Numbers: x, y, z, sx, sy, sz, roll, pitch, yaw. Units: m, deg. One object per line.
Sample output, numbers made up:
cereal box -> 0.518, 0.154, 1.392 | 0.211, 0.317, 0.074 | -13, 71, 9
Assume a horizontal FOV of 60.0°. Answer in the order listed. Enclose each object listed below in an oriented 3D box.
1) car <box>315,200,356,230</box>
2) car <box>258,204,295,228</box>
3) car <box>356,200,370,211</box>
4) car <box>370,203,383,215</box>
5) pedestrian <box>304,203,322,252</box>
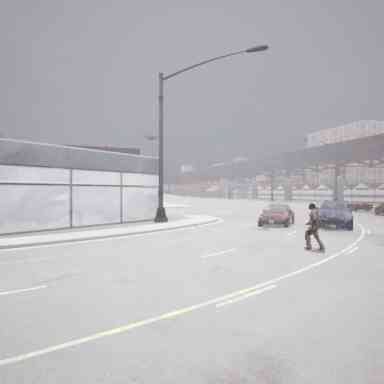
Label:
car -> 9.025, 1.381, 21.122 | 2.097, 1.767, 4.553 | 0, 0, 24
car -> 5.827, 1.553, 22.544 | 1.812, 1.442, 4.674 | 0, 0, 24
car -> 19.242, 1.601, 39.669 | 1.895, 1.301, 4.718 | 0, 0, -9
car -> 18.612, 1.526, 30.658 | 1.812, 1.442, 4.674 | 0, 0, 6
pedestrian -> 4.543, 1.294, 12.550 | 0.375, 1.860, 0.375 | 0, 0, 38
